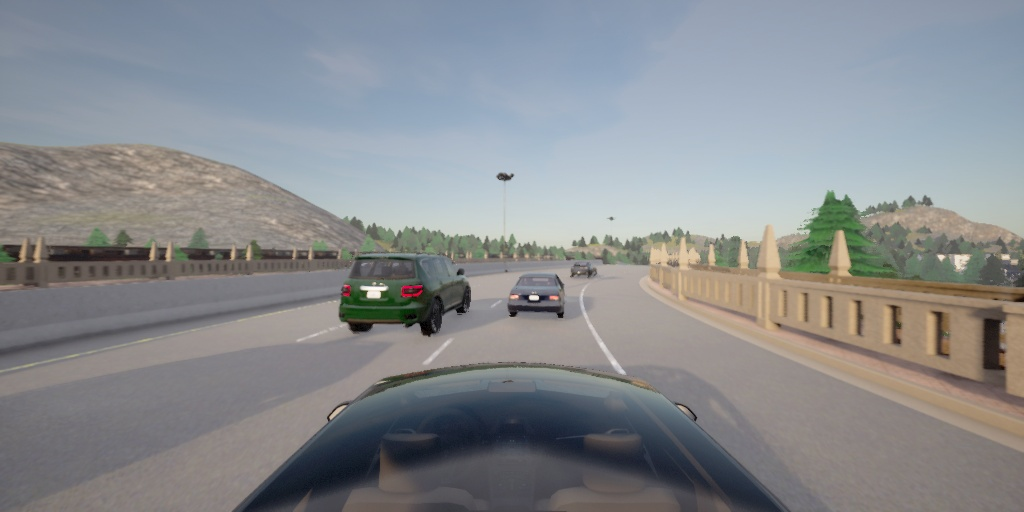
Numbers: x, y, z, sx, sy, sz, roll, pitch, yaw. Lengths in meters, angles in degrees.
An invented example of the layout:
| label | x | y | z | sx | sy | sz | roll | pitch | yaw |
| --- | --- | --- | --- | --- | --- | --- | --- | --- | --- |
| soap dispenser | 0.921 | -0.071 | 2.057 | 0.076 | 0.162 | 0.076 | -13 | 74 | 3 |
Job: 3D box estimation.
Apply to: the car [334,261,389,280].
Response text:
| label | x | y | z | sx | sy | sz | roll | pitch | yaw |
| --- | --- | --- | --- | --- | --- | --- | --- | --- | --- |
| car | -12.950 | 1.205 | 31.229 | 1.812 | 1.442 | 4.674 | 0 | 0 | 17 |

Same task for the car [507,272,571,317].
| label | x | y | z | sx | sy | sz | roll | pitch | yaw |
| --- | --- | --- | --- | --- | --- | --- | --- | --- | --- |
| car | 1.029 | 1.300 | 13.217 | 2.033 | 1.411 | 5.357 | 0 | 0 | 8 |

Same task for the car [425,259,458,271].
| label | x | y | z | sx | sy | sz | roll | pitch | yaw |
| --- | --- | --- | --- | --- | --- | --- | --- | --- | --- |
| car | -9.556 | 1.235 | 49.204 | 1.837 | 1.490 | 4.892 | 0 | 0 | 27 |

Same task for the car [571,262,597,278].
| label | x | y | z | sx | sy | sz | roll | pitch | yaw |
| --- | --- | --- | --- | --- | --- | --- | --- | --- | --- |
| car | 6.884 | 1.268 | 34.133 | 2.128 | 1.511 | 4.902 | 0 | 0 | 22 |

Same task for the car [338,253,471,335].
| label | x | y | z | sx | sy | sz | roll | pitch | yaw |
| --- | --- | --- | --- | --- | --- | --- | --- | --- | --- |
| car | -2.789 | 0.956 | 10.644 | 2.150 | 2.045 | 5.566 | 0 | 0 | 6 |
